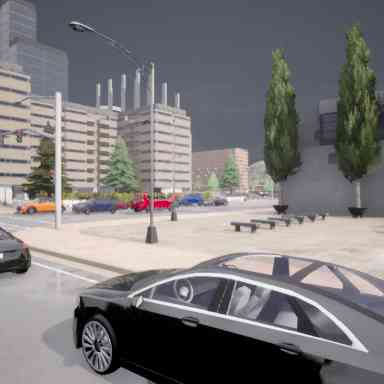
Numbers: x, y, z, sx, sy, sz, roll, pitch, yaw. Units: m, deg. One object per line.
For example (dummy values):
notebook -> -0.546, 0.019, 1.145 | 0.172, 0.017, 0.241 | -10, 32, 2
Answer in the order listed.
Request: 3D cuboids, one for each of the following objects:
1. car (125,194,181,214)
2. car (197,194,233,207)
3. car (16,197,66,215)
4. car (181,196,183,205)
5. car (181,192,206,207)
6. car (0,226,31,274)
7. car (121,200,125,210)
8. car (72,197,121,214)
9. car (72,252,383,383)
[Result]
car -> -4.106, 1.221, 36.118 | 2.150, 2.045, 5.566 | 0, 0, 41
car -> 3.571, 1.492, 50.608 | 2.128, 1.511, 4.902 | 0, 0, 41
car -> -15.447, 1.352, 34.148 | 2.097, 1.767, 4.553 | 0, 0, 42
car -> -3.975, 1.547, 41.931 | 2.033, 1.411, 5.357 | 0, 0, 41
car -> -0.510, 1.224, 51.255 | 2.150, 2.045, 5.566 | 0, 0, 41
car -> -6.354, 1.564, 9.511 | 4.181, 1.385, 1.994 | 0, 0, 40
car -> -9.743, 1.564, 40.618 | 1.994, 1.385, 4.181 | 0, 0, 41
car -> -10.185, 1.352, 34.775 | 2.097, 1.767, 4.553 | 0, 0, 41
car -> 0.548, 1.492, 3.888 | 4.902, 1.511, 2.128 | 0, 0, 38
